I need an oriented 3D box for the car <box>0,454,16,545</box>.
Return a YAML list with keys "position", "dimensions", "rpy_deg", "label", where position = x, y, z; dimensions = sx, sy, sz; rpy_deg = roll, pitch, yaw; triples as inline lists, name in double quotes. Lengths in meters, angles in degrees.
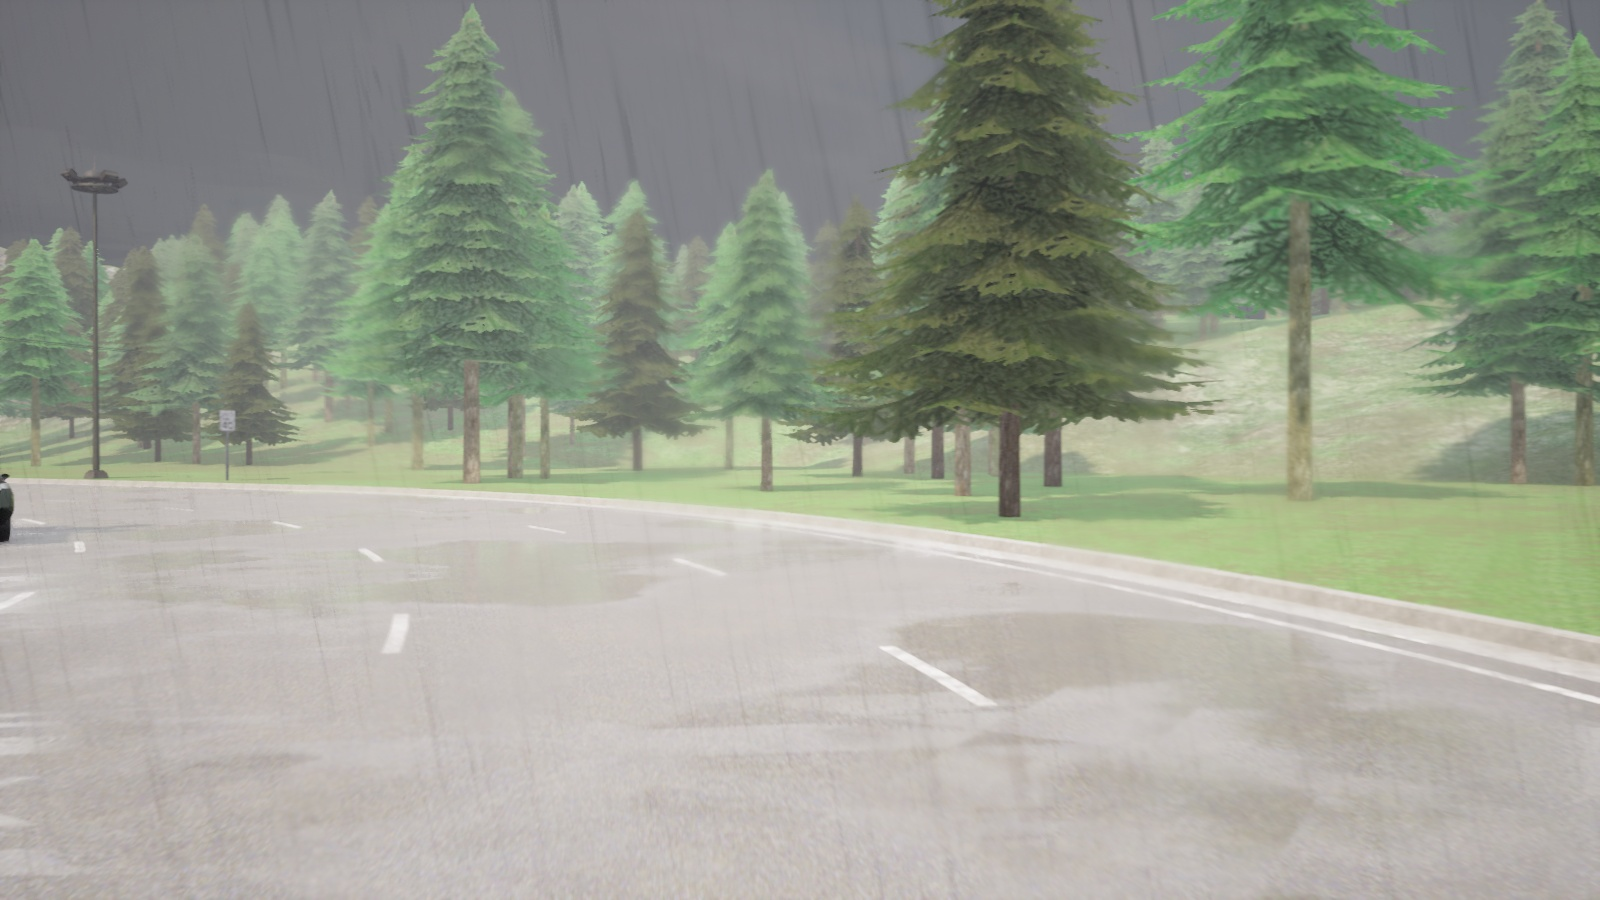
- position: [-13.670, 0.733, 19.942]
  dimensions: [1.895, 1.301, 4.718]
  rpy_deg: [0, 0, -34]
  label: "car"
